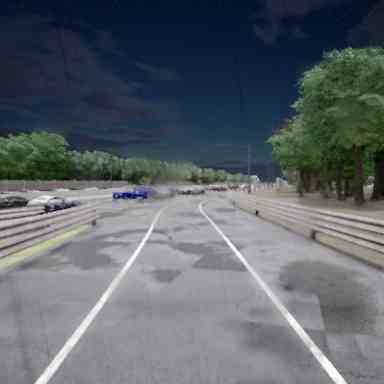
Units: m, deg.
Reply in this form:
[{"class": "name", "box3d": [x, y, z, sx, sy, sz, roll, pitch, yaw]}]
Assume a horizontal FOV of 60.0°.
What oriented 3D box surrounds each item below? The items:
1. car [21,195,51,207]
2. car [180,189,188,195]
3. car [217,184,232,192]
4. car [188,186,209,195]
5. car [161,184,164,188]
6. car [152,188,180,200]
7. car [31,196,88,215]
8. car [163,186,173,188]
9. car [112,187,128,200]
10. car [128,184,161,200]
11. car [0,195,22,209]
[{"class": "car", "box3d": [-13.200, 1.049, 31.174, 1.812, 1.442, 4.674, 0, 2, 17]}, {"class": "car", "box3d": [-1.391, -0.056, 70.181, 1.895, 1.301, 4.718, 0, 2, 17]}, {"class": "car", "box3d": [8.918, -0.844, 92.153, 1.837, 1.490, 4.892, 0, 2, 17]}, {"class": "car", "box3d": [1.374, -0.102, 67.235, 2.128, 1.511, 4.902, 0, 2, 17]}, {"class": "car", "box3d": [-8.727, -0.757, 94.267, 2.128, 1.511, 4.902, 0, 2, 17]}, {"class": "car", "box3d": [-3.851, 0.527, 49.976, 1.895, 1.301, 4.718, 0, 2, 17]}, {"class": "car", "box3d": [-10.623, 1.208, 27.605, 1.895, 1.301, 4.718, 0, 2, 17]}, {"class": "car", "box3d": [-4.166, -0.219, 73.095, 1.837, 1.490, 4.892, 0, 2, 17]}, {"class": "car", "box3d": [-10.554, 0.394, 51.991, 1.882, 1.535, 5.008, 0, 2, 17]}, {"class": "car", "box3d": [-7.195, 0.142, 51.004, 2.150, 2.045, 5.566, 0, 2, 17]}, {"class": "car", "box3d": [-16.809, 1.047, 31.330, 1.837, 1.490, 4.892, 0, 2, 17]}]
